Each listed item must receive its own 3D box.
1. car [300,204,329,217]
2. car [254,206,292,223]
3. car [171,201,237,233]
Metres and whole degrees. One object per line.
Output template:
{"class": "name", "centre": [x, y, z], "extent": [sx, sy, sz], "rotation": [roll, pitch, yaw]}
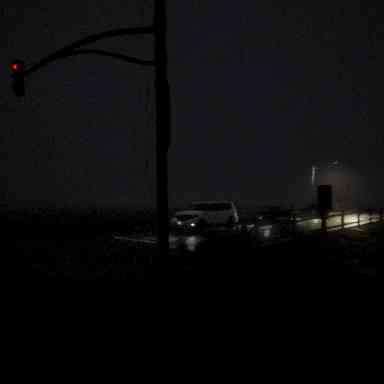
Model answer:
{"class": "car", "centre": [14.280, 2.152, 38.738], "extent": [1.882, 1.535, 5.008], "rotation": [-1, -2, 41]}
{"class": "car", "centre": [7.542, 2.039, 30.865], "extent": [2.128, 1.511, 4.902], "rotation": [-1, -1, 41]}
{"class": "car", "centre": [0.990, 1.649, 23.202], "extent": [2.150, 2.045, 5.566], "rotation": [-1, -2, 40]}
